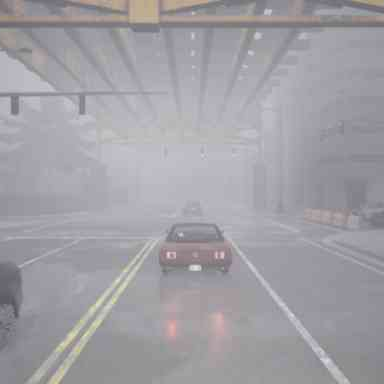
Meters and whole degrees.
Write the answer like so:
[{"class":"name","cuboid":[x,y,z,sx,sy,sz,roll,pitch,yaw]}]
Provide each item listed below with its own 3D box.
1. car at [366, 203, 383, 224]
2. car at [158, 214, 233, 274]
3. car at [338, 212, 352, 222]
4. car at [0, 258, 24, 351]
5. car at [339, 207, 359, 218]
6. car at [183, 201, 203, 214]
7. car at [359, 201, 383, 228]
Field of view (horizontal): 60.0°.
[{"class":"car","cuboid":[13.303,1.283,20.613,4.536,1.218,1.853,0,0,-20]},{"class":"car","cuboid":[0.081,1.599,10.487,1.895,1.301,4.718,0,0,0]},{"class":"car","cuboid":[13.580,1.440,24.754,4.974,1.542,2.038,0,0,25]},{"class":"car","cuboid":[-3.576,1.494,3.289,2.128,1.511,4.902,0,0,0]},{"class":"car","cuboid":[13.627,1.283,24.732,4.536,1.218,1.853,0,0,25]},{"class":"car","cuboid":[0.089,1.559,33.758,1.994,1.385,4.181,0,0,0]},{"class":"car","cuboid":[13.255,1.441,20.595,4.974,1.542,2.038,0,0,-20]}]
